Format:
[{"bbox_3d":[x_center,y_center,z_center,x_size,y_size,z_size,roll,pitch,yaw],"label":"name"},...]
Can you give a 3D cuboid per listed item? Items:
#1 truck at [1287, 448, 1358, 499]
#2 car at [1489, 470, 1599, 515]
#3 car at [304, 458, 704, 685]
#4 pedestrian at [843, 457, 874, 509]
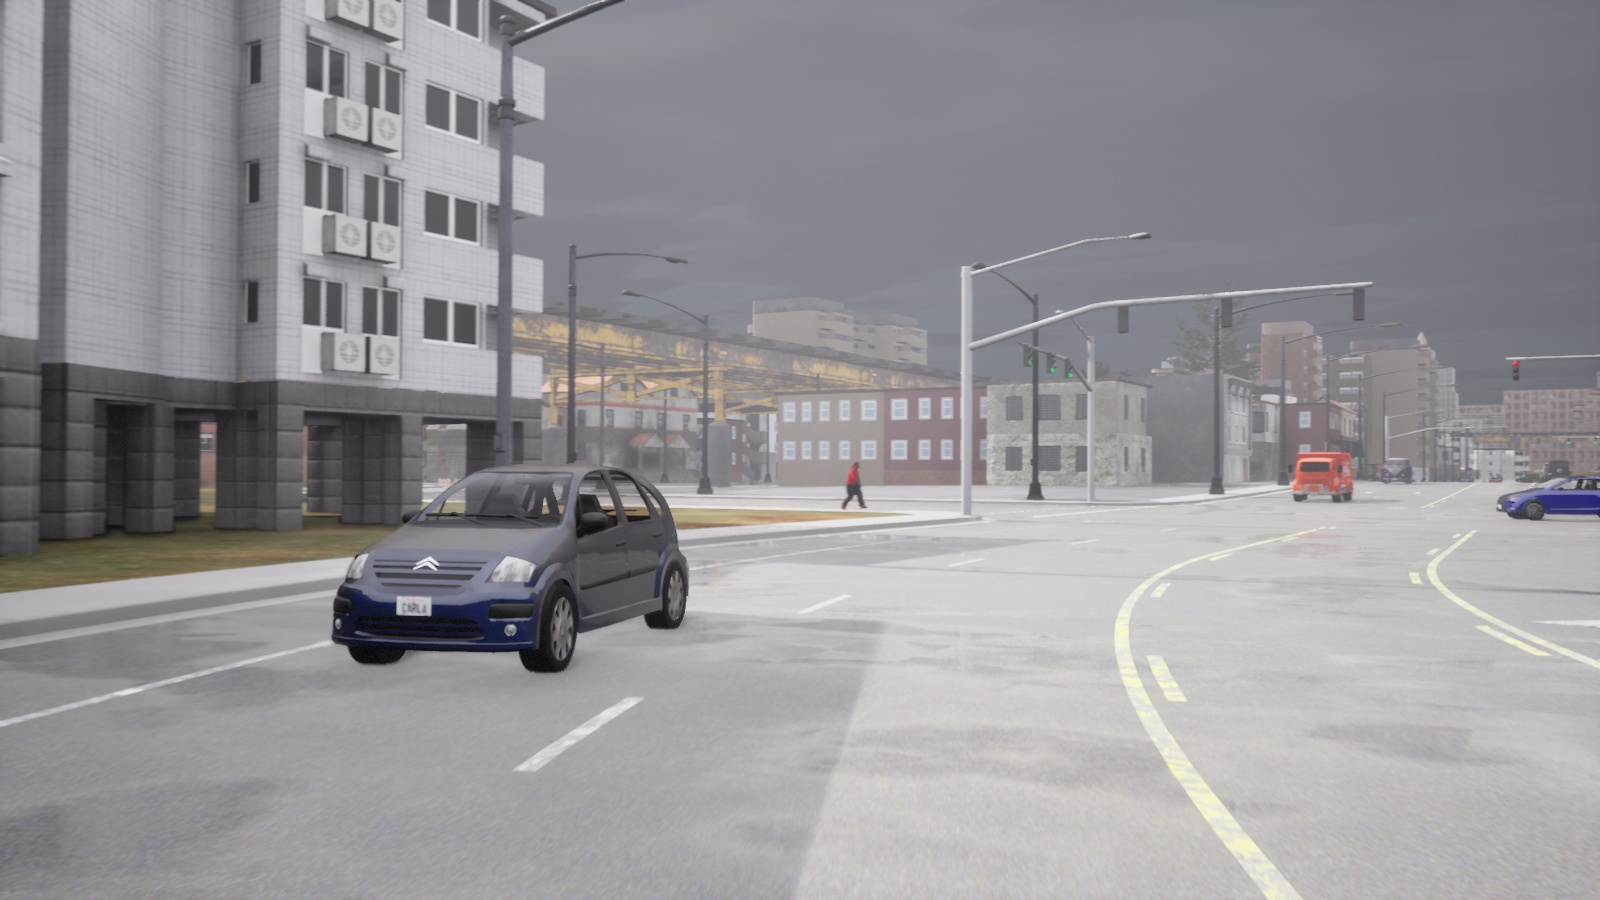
[{"bbox_3d":[26.568,1.138,63.723,2.627,2.467,5.204,-1,0,31],"label":"truck"},{"bbox_3d":[25.418,1.393,41.568,4.193,1.474,1.816,0,-1,12],"label":"car"},{"bbox_3d":[-2.338,0.899,11.104,1.851,1.617,3.988,0,-1,13],"label":"car"},{"bbox_3d":[2.084,1.189,44.891,0.899,1.844,0.634,-1,-1,29],"label":"pedestrian"}]
